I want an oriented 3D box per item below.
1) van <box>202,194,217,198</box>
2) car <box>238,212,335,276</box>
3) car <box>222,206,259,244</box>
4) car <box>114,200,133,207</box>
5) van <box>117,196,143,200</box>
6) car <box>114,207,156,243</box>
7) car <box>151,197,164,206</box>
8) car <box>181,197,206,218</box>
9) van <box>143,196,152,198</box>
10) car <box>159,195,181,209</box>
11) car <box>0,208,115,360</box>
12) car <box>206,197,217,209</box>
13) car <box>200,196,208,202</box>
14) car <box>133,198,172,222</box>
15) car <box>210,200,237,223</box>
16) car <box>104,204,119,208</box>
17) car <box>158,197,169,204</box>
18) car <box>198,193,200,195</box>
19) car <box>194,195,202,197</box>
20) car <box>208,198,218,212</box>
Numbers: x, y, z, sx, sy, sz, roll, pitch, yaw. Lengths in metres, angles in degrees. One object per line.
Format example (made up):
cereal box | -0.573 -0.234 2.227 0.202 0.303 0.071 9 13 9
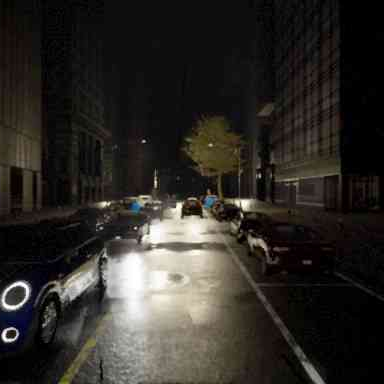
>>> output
van | 2.738 1.368 46.666 1.690 1.788 3.998 0 0 0
car | 2.756 1.548 10.194 1.887 1.381 4.507 0 0 0
car | 2.754 1.557 15.638 2.008 1.369 4.403 0 0 0
car | -5.776 1.535 24.111 1.752 1.417 4.829 0 0 0
van | -5.779 1.355 29.694 1.690 1.788 3.998 0 0 0
car | -3.096 1.607 16.173 1.895 1.301 4.718 0 0 0
car | -5.791 1.618 56.760 1.802 1.307 4.206 0 0 0
car | 0.002 1.492 29.914 1.882 1.535 5.008 0 0 0
van | -5.784 1.362 40.521 1.690 1.788 3.998 0 0 0
car | -3.022 1.573 46.074 2.033 1.411 5.357 0 0 0
car | -3.092 1.354 6.234 2.097 1.767 4.553 0 0 0
car | 2.744 1.584 36.089 1.947 1.339 4.313 0 0 0
car | 2.730 1.590 78.572 1.752 1.417 4.829 0 0 0
car | -3.066 1.503 26.498 2.128 1.511 4.902 0 0 0
car | 2.749 1.562 25.510 2.008 1.369 4.403 0 0 0
car | -5.773 1.573 18.868 1.947 1.339 4.313 0 0 0
car | -5.796 1.615 67.587 1.947 1.339 4.313 0 0 0
car | 2.731 1.358 62.533 2.192 1.841 5.009 0 0 0
car | 0.050 1.553 46.747 1.812 1.442 4.674 0 0 0
car | 2.746 1.540 30.969 1.752 1.417 4.829 0 0 0
